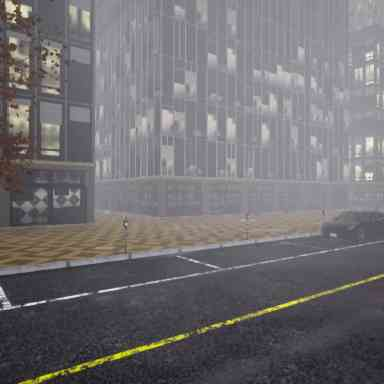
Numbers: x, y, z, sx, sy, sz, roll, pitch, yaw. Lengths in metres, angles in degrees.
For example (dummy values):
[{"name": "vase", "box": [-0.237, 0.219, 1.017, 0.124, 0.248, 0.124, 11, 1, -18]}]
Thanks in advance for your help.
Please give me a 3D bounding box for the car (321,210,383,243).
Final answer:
[{"name": "car", "box": [8.140, 1.563, 16.226, 4.313, 1.339, 1.947, 0, 0, -36]}]
